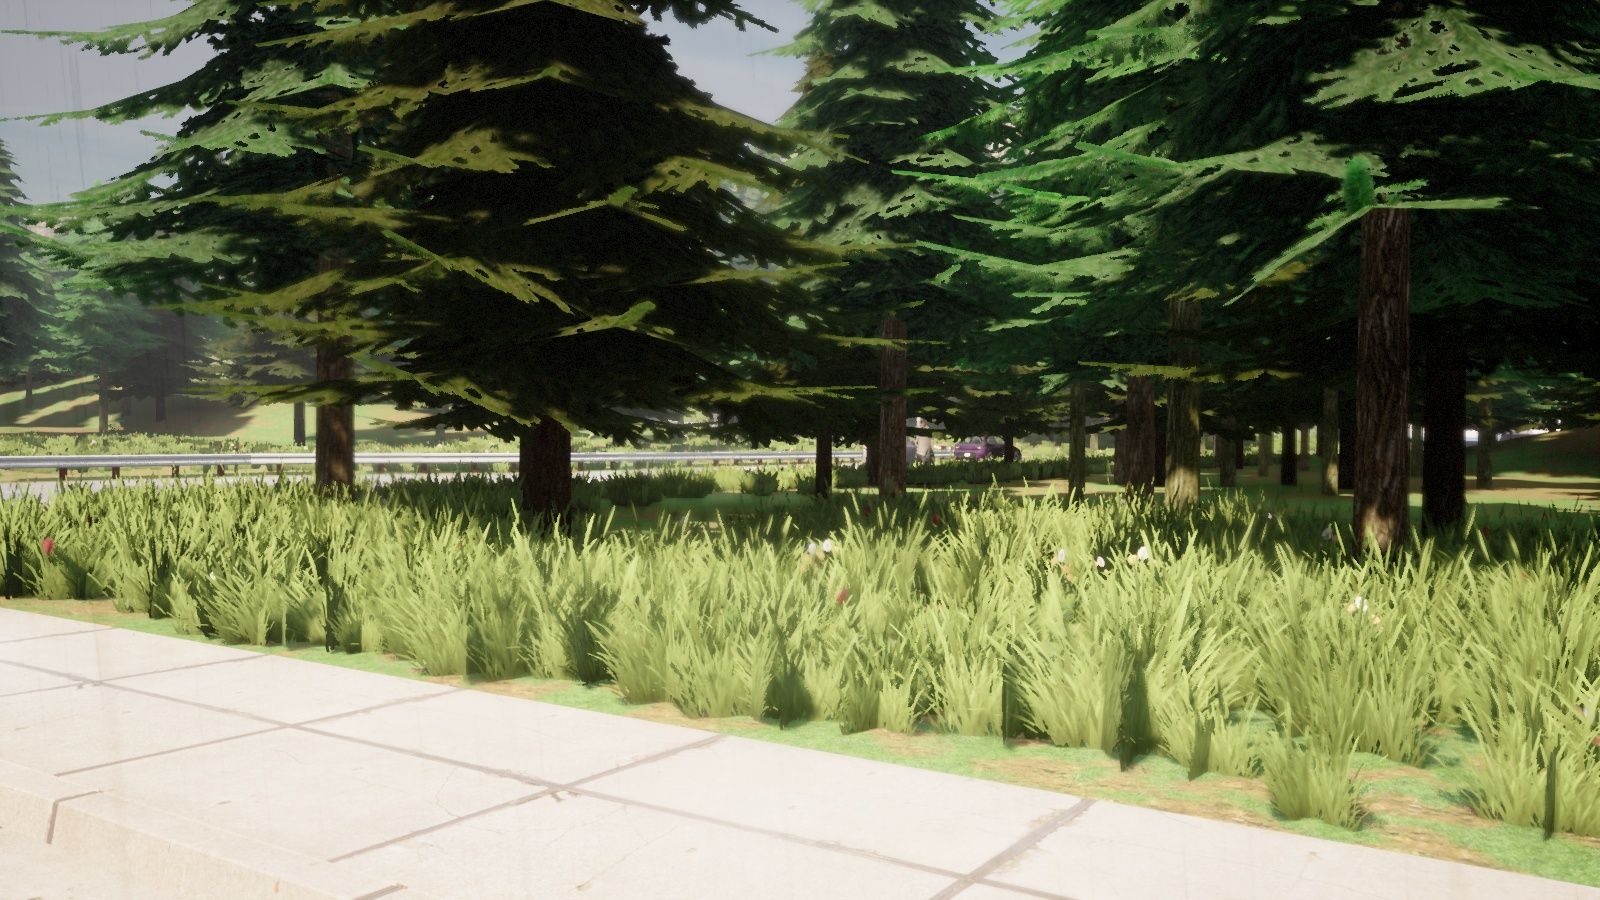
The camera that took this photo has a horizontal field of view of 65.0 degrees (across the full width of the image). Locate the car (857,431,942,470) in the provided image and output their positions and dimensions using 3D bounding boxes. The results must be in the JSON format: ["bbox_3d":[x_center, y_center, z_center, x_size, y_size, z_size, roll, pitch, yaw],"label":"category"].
[{"bbox_3d":[4.080,-0.017,51.140,1.845,1.501,3.633,0,1,35],"label":"car"}]

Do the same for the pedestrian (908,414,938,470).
[{"bbox_3d":[4.363,-0.279,44.402,0.659,1.952,0.873,0,1,39],"label":"pedestrian"}]

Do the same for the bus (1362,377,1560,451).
[{"bbox_3d":[39.949,-2.078,76.468,10.273,4.253,3.944,0,0,21],"label":"bus"}]

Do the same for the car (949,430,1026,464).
[{"bbox_3d":[8.648,-0.148,57.729,1.816,1.474,4.193,0,1,35],"label":"car"}]
